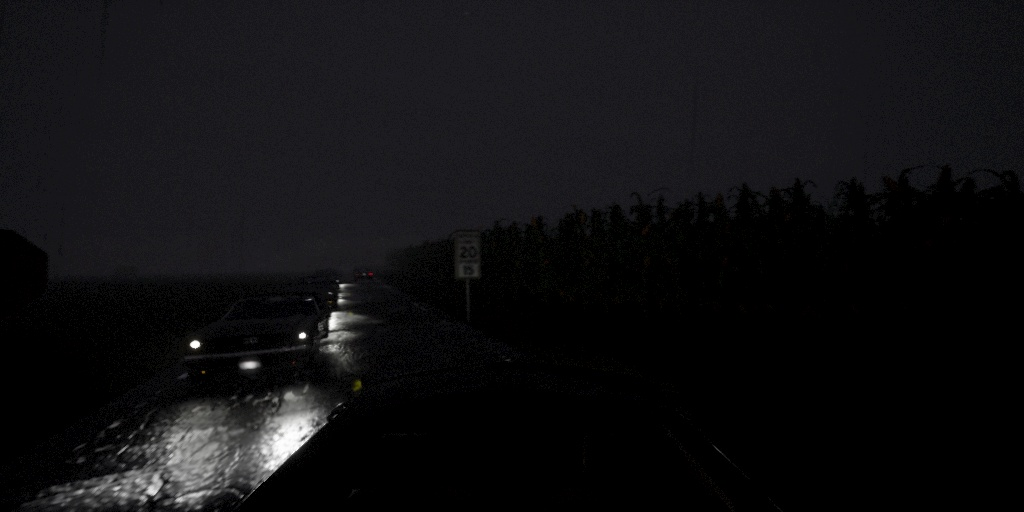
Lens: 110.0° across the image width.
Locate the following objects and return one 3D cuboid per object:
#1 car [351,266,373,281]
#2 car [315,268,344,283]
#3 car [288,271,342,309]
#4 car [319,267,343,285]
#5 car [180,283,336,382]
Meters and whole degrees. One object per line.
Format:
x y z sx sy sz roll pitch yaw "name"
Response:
-15.837 1.925 38.229 2.033 1.411 5.357 0 -1 -24 "car"
-12.931 1.682 24.907 1.837 1.490 4.892 0 -1 -25 "car"
-8.884 1.588 16.114 1.994 1.385 4.181 0 -1 -25 "car"
-17.220 1.868 34.289 1.812 1.442 4.674 0 -1 -24 "car"
-5.087 1.481 7.795 1.895 1.301 4.718 0 -1 -23 "car"
